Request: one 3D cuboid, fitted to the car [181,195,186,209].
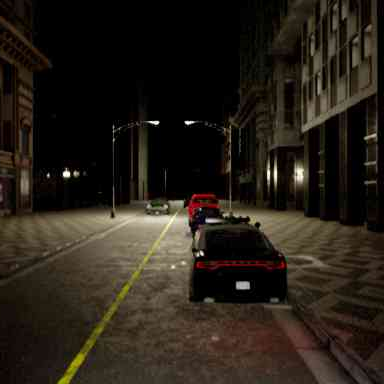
[{"bbox_3d":[-0.099,1.357,46.053,2.097,1.767,4.553,0,0,0],"label":"car"}]

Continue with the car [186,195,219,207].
[{"bbox_3d":[0.832,1.214,24.278,2.150,2.045,5.566,0,0,0],"label":"car"}]

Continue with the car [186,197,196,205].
[{"bbox_3d":[-0.175,1.628,61.822,1.895,1.301,4.718,0,0,0],"label":"car"}]

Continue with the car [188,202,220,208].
[{"bbox_3d":[0.849,1.515,18.247,1.812,1.442,4.674,0,0,0],"label":"car"}]

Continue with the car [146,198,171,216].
[{"bbox_3d":[-3.191,1.344,32.582,2.097,1.767,4.553,0,0,0],"label":"car"}]

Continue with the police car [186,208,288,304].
[{"bbox_3d":[0.877,1.419,8.357,1.930,1.638,5.238,0,0,0],"label":"police car"}]
